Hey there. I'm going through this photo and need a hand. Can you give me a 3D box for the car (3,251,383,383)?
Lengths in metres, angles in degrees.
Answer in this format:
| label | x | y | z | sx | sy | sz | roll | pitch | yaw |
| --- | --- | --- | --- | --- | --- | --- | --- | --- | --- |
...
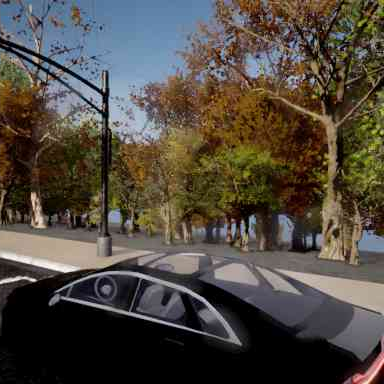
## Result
| label | x | y | z | sx | sy | sz | roll | pitch | yaw |
| --- | --- | --- | --- | --- | --- | --- | --- | --- | --- |
| car | -0.395 | 1.491 | 3.974 | 4.902 | 1.511 | 2.128 | 0 | 0 | 36 |
